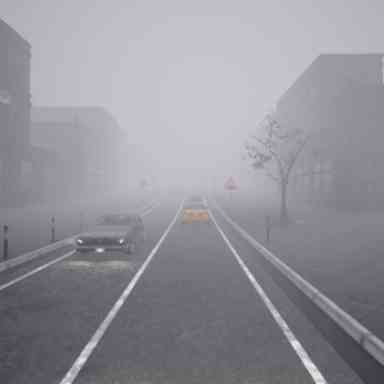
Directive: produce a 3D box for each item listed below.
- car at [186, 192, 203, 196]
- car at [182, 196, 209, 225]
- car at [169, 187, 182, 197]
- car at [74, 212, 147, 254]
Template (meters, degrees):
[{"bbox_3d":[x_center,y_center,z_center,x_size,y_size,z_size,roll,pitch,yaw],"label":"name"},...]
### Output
[{"bbox_3d":[0.358,0.806,42.176,1.837,1.490,4.892,0,3,0],"label":"car"},{"bbox_3d":[0.243,1.356,23.485,1.801,1.575,5.366,0,1,0],"label":"car"},{"bbox_3d":[-2.712,0.001,55.823,2.128,1.511,4.902,0,4,1],"label":"car"},{"bbox_3d":[-3.019,1.534,13.603,2.033,1.411,5.357,0,0,0],"label":"car"}]
